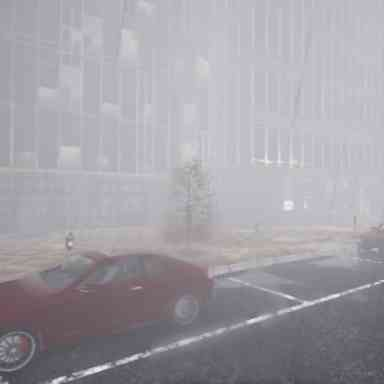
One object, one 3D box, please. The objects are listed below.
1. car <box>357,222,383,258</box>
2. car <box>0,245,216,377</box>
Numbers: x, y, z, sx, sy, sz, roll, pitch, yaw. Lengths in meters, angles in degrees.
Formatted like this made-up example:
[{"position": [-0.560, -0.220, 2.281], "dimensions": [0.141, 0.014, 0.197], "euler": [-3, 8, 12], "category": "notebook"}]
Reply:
[{"position": [7.779, 1.647, 12.110], "dimensions": [4.507, 1.381, 1.887], "euler": [1, 0, -36], "category": "car"}, {"position": [-1.488, 1.596, 5.497], "dimensions": [4.206, 1.307, 1.802], "euler": [1, 0, -36], "category": "car"}]
